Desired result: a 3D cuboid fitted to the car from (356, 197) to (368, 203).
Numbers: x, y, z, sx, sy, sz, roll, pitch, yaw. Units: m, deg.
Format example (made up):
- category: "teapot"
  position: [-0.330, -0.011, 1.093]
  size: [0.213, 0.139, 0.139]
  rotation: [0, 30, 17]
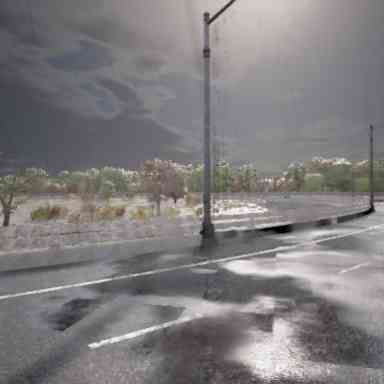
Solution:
- category: "car"
  position: [39.787, 1.910, 78.538]
  size: [2.033, 1.411, 5.357]
  rotation: [0, 0, 5]
